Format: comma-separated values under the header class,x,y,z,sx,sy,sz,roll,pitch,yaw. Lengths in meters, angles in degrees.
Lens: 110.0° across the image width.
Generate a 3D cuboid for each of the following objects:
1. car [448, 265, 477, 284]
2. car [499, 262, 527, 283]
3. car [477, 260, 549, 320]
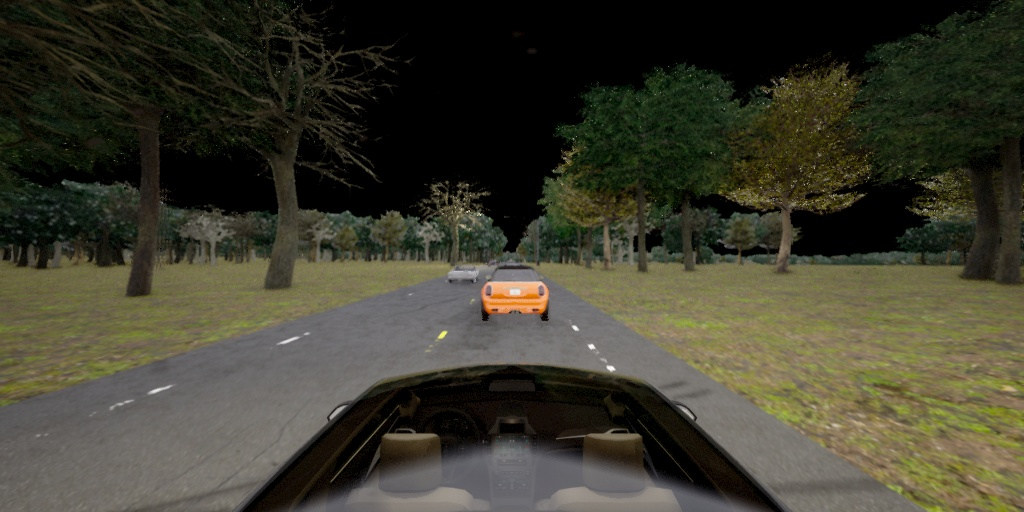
class,x,y,z,sx,sy,sz,roll,pitch,yaw
car,-3.602,1.350,27.159,1.895,1.301,4.718,0,0,0
car,0.094,1.243,29.370,2.128,1.511,4.902,0,0,0
car,0.095,1.097,12.756,2.097,1.767,4.553,0,0,0
